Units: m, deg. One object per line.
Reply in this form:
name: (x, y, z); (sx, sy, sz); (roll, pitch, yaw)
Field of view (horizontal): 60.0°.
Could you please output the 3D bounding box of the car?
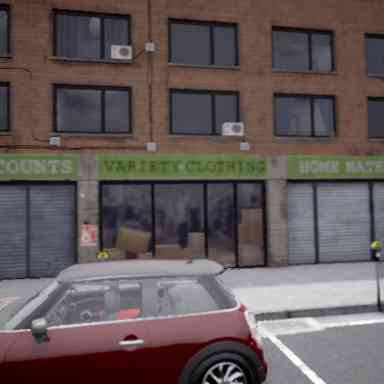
car: (-1.272, 1.638, 4.171); (4.097, 1.590, 1.967); (-1, -2, -10)
